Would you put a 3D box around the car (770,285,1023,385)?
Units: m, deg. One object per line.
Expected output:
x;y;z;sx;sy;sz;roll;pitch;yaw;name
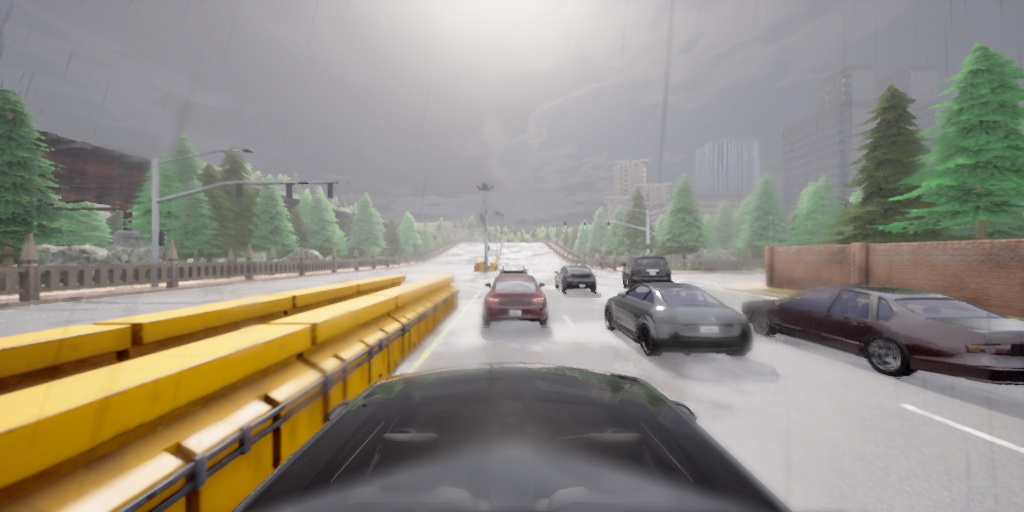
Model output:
7.099;1.303;7.296;2.033;1.411;5.357;0;0;0;car

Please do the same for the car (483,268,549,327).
0.099;1.284;11.406;1.812;1.442;4.674;0;0;0;car

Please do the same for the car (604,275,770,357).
3.597;1.318;8.534;1.994;1.385;4.181;0;0;0;car

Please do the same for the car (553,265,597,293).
3.598;1.273;20.804;1.837;1.490;4.892;0;0;0;car

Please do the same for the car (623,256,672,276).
7.861;0.991;21.162;2.150;2.045;5.566;0;0;12;car

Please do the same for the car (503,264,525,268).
0.099;1.263;23.724;2.128;1.511;4.902;0;0;0;car
